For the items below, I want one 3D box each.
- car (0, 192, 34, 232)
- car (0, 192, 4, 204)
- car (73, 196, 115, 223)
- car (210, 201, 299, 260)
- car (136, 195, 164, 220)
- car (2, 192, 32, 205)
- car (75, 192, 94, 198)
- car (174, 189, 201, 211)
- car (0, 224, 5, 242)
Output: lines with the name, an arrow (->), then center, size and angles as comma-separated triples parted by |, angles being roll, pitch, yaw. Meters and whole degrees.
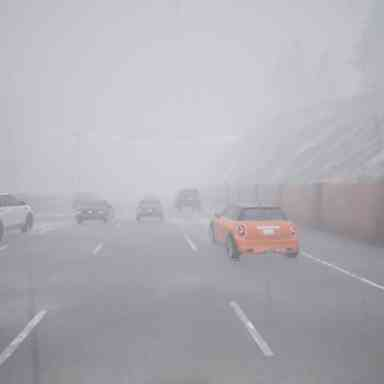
car -> -8.934, 1.006, 14.674 | 2.150, 2.045, 5.566 | 0, 1, -7
car -> -26.654, 0.847, 43.273 | 1.882, 1.535, 5.008 | 0, 1, -7
car -> -6.306, 1.210, 22.046 | 2.033, 1.411, 5.357 | 0, 1, -7
car -> 1.982, 1.158, 11.867 | 2.097, 1.767, 4.553 | 0, 1, -7
car -> -2.996, 1.176, 23.804 | 2.033, 1.411, 5.357 | 0, 1, -7
car -> -23.266, 0.822, 44.451 | 1.882, 1.535, 5.008 | 0, 1, -7
car -> -11.604, 0.797, 36.543 | 2.097, 1.767, 4.553 | 0, 1, -7
car -> -0.491, 0.712, 32.168 | 2.150, 2.045, 5.566 | 0, 1, -7
car -> -4.045, 1.431, 3.351 | 1.882, 1.535, 5.008 | 0, 1, -7
